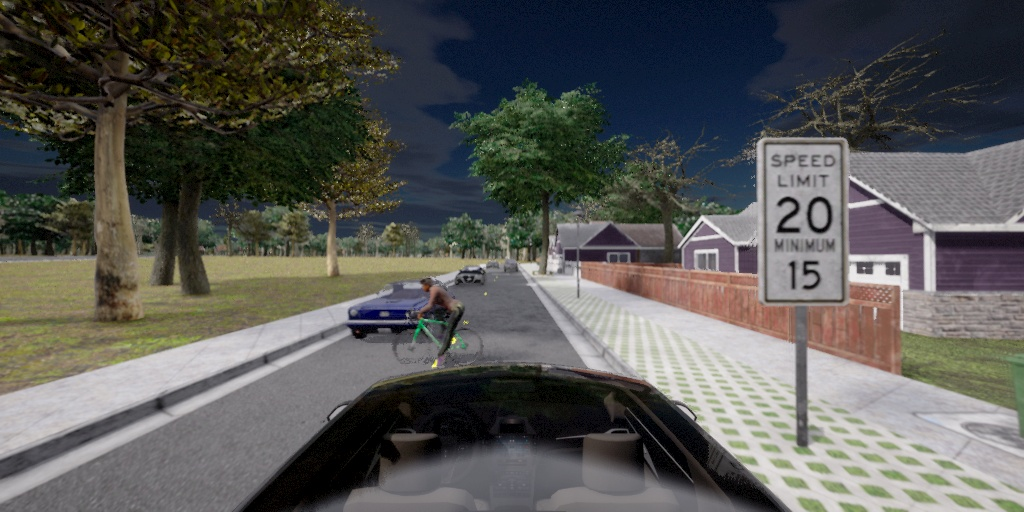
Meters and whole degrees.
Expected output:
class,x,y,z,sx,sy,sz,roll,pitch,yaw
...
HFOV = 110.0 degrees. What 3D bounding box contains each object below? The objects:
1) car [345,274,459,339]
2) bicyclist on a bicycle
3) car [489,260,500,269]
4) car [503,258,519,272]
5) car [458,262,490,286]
class,x,y,z,sx,sy,sz,roll,pitch,yaw
car,-2.879,1.376,10.278,1.895,1.301,4.718,0,0,0
bicyclist on a bicycle,-1.372,1.214,6.583,1.656,1.620,0.582,-2,0,0
car,-3.029,1.393,57.575,1.994,1.385,4.181,0,0,0
car,-0.111,1.327,48.296,2.128,1.511,4.902,0,0,0
car,-2.913,1.382,26.205,1.994,1.385,4.181,0,0,0
